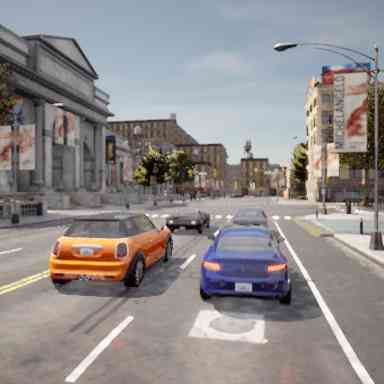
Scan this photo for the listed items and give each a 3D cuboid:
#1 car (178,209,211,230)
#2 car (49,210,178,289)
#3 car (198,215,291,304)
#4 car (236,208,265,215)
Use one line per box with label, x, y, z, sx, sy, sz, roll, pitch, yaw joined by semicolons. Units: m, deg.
car;-0.068;1.619;19.614;1.895;1.301;4.718;0;0;11
car;-1.987;1.360;9.517;2.097;1.767;4.553;0;0;10
car;1.313;1.534;8.181;1.812;1.442;4.674;0;0;10
car;3.089;1.564;17.543;2.033;1.411;5.357;0;0;11
